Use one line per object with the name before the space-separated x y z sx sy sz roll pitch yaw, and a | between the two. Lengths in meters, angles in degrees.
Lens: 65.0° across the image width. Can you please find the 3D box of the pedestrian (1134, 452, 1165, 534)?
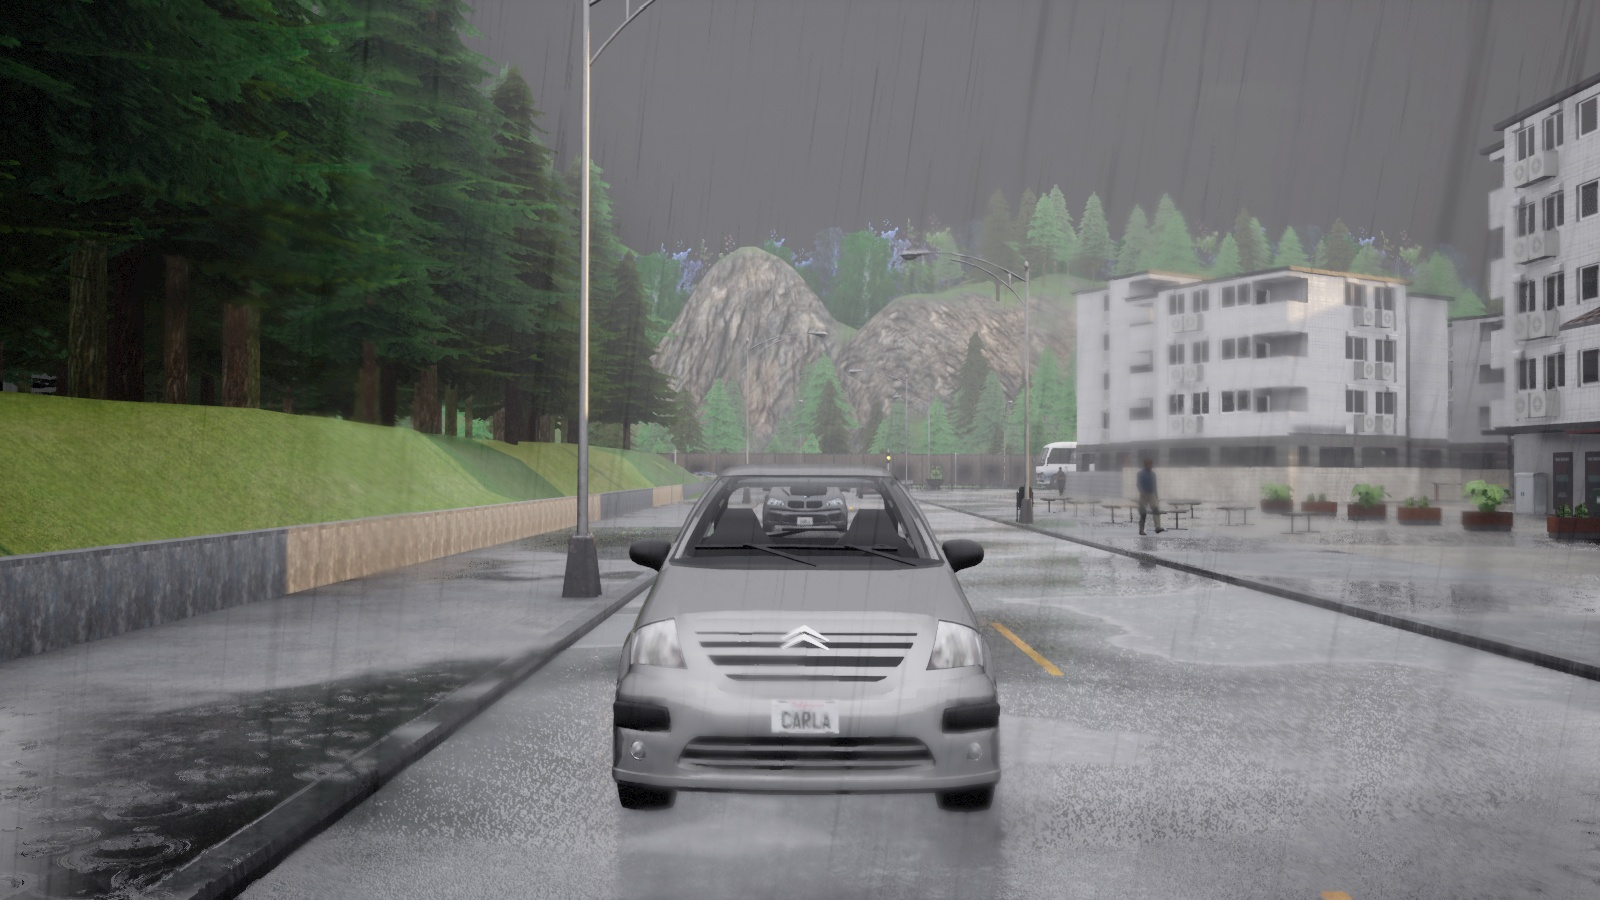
pedestrian | 7.959 0.972 28.586 0.370 1.835 0.726 0 -1 -11

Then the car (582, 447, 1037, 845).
car | 0.044 0.832 7.120 1.851 1.617 3.988 0 -1 0

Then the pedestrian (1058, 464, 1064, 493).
pedestrian | 16.149 1.761 77.705 0.328 1.805 0.869 0 -1 9
